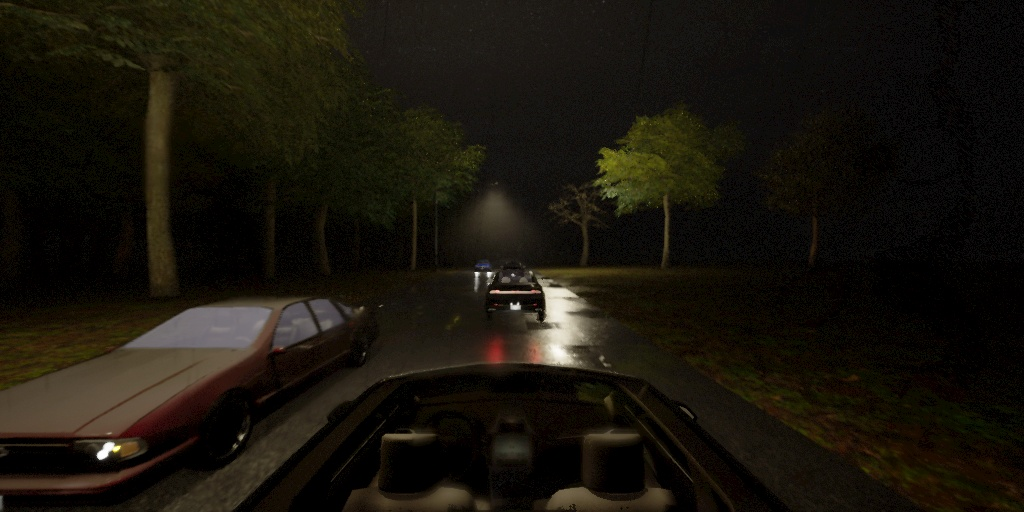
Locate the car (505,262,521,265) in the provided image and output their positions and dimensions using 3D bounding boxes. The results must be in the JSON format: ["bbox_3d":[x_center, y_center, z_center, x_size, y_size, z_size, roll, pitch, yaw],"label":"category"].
[{"bbox_3d":[0.098,1.243,30.948,1.837,1.490,4.892,0,0,0],"label":"car"}]

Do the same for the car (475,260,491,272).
[{"bbox_3d":[-3.593,1.249,45.413,1.812,1.442,4.674,0,0,0],"label":"car"}]

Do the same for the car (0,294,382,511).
[{"bbox_3d":[-3.599,1.298,5.103,2.033,1.411,5.357,0,0,0],"label":"car"}]

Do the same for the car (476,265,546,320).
[{"bbox_3d":[0.100,1.242,12.570,2.128,1.511,4.902,0,0,0],"label":"car"}]
